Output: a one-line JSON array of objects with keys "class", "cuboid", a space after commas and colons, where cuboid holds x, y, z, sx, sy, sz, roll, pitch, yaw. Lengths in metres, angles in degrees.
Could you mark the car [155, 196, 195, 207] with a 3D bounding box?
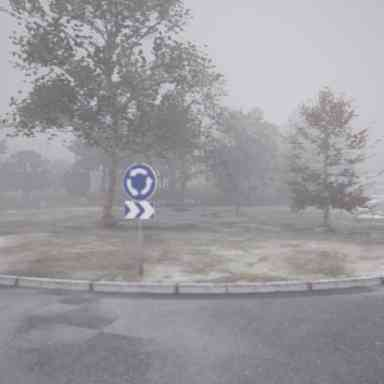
[{"class": "car", "cuboid": [-2.272, 1.266, 44.000, 5.357, 1.411, 2.033, 0, 0, -6]}]
